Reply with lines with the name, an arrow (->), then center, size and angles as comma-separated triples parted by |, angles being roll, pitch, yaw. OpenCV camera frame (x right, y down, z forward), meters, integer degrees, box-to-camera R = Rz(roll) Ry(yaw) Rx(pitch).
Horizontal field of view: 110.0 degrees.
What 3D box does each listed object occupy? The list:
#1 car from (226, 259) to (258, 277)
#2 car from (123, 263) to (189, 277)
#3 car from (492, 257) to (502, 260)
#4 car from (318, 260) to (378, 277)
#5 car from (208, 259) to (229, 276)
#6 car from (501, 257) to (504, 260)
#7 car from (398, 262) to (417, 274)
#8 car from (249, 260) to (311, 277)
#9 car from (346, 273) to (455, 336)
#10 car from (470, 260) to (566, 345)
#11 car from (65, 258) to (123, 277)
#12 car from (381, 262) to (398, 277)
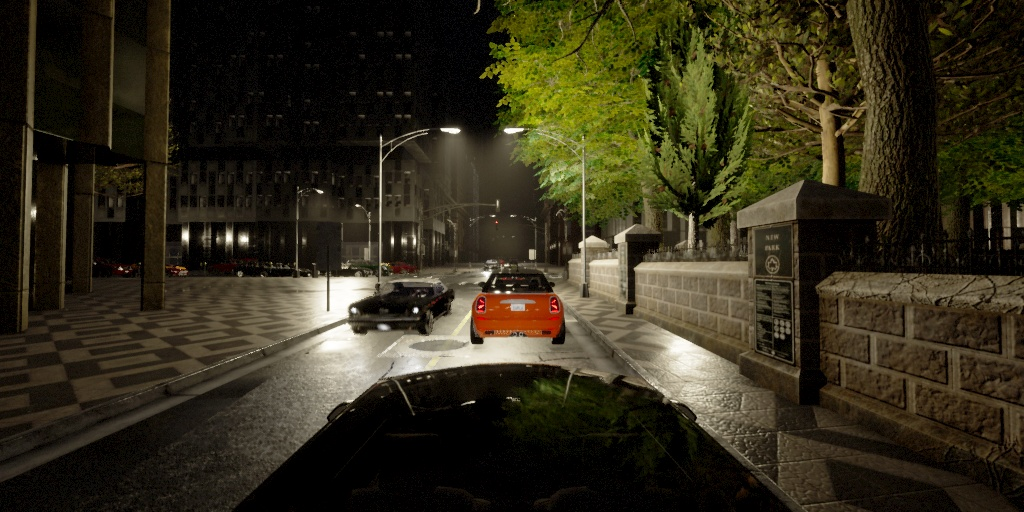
car -> -23.883, 1.292, 34.256 | 4.892, 1.490, 1.837 | 0, -1, 0
car -> -31.045, 1.321, 31.649 | 4.207, 1.307, 1.802 | 0, 0, 1
car -> -2.874, 1.326, 50.770 | 2.128, 1.511, 4.902 | 0, 0, 0
car -> -14.507, 1.268, 31.483 | 4.403, 1.370, 2.007 | 0, 0, 1
car -> -30.967, 1.237, 40.172 | 5.009, 1.841, 2.192 | 0, 0, 1
car -> -2.811, 1.371, 61.145 | 1.837, 1.490, 4.892 | 0, 0, 1
car -> -12.325, 1.366, 37.343 | 4.674, 1.442, 1.812 | 0, -1, 1
car -> -20.020, 1.290, 31.538 | 4.313, 1.339, 1.948 | 0, 0, 1
car -> -2.964, 1.356, 10.529 | 1.895, 1.301, 4.718 | 0, 0, 0
car -> 0.129, 1.107, 9.707 | 2.097, 1.767, 4.553 | 0, 0, 0
car -> -36.558, 1.062, 31.704 | 5.009, 1.841, 2.192 | 0, 0, 1
car -> -13.738, 1.126, 34.156 | 4.553, 1.767, 2.097 | 0, -1, 0
